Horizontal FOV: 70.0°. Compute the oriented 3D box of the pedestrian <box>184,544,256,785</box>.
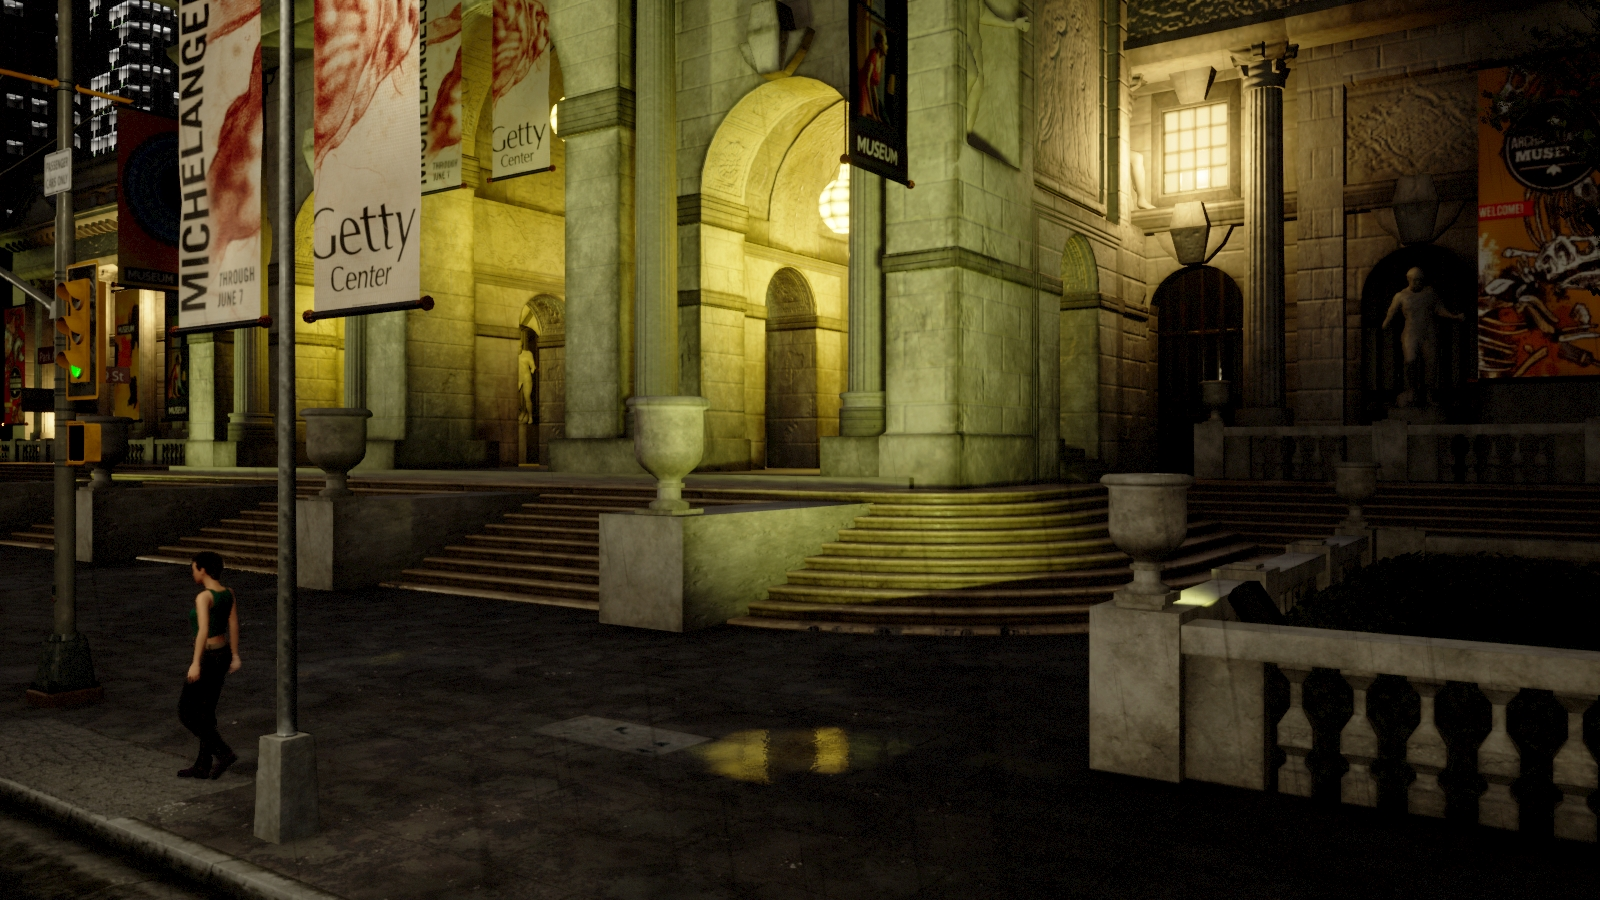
[{"bbox_3d":[-4.649,1.698,9.171,0.375,1.860,0.375,0,0,3],"label":"pedestrian"}]
